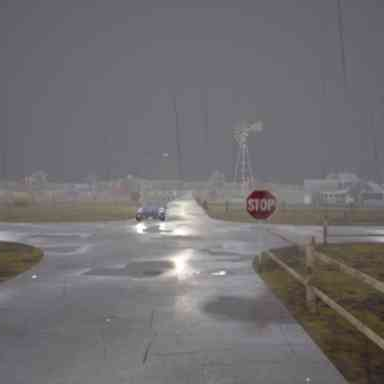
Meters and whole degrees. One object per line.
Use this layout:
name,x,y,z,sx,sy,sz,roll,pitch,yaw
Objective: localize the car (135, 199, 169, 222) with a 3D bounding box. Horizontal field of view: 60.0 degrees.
car,-2.988,1.329,26.112,2.097,1.767,4.553,0,-1,0
